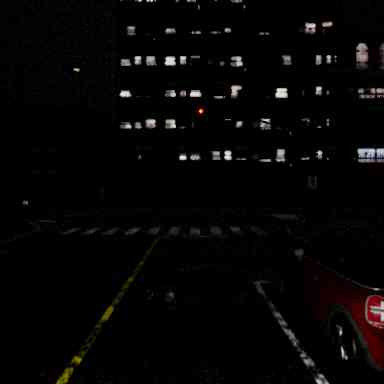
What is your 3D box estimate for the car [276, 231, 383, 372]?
[{"bbox_3d":[2.754,1.365,5.543,1.967,1.590,4.097,1,1,0],"label":"car"}]
